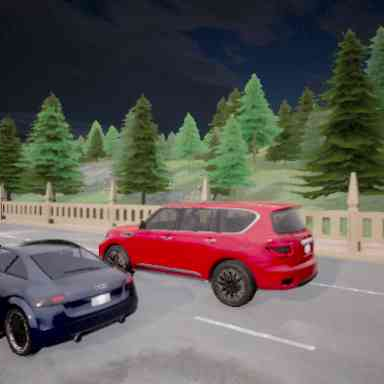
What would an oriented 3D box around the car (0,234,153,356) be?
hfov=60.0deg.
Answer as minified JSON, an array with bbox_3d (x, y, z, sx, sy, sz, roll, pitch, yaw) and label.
[{"bbox_3d":[-2.988,1.574,6.122,4.181,1.385,1.994,0,0,35],"label":"car"}]

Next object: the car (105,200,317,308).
[{"bbox_3d":[0.122,1.230,8.204,5.566,2.045,2.150,0,0,35],"label":"car"}]
